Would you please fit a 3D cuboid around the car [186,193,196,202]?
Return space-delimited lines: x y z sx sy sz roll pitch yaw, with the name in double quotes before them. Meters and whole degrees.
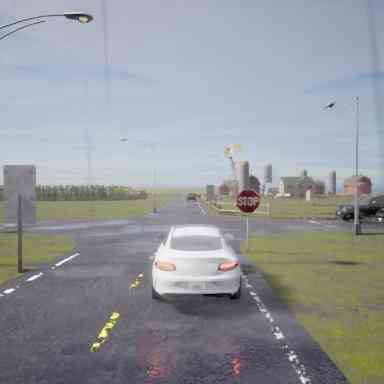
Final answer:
"car" -0.158 1.229 78.676 2.150 2.045 5.566 0 0 0

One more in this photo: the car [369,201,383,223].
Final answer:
"car" 14.545 1.503 21.517 4.892 1.490 1.837 0 1 -2

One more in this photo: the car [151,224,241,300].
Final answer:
"car" 0.084 1.524 8.277 1.812 1.442 4.674 0 0 0

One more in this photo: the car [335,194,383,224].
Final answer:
"car" 13.515 1.193 24.412 5.566 2.045 2.150 0 1 -2
